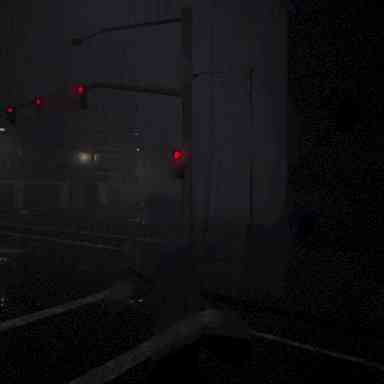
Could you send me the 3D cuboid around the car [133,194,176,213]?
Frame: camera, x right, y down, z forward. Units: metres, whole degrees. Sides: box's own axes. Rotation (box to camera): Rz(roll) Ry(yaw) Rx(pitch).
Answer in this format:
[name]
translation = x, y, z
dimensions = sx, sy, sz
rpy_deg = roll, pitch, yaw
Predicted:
[car]
translation = -4.025, 1.207, 37.023
dimensions = 2.150, 2.045, 5.566
rpy_deg = 0, 0, 35
